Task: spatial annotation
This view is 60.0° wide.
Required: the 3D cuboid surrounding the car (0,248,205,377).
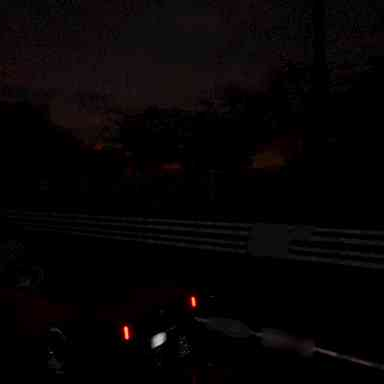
[{"bbox_3d":[-2.228,1.631,5.588,4.718,1.301,1.895,0,0,36],"label":"car"}]
